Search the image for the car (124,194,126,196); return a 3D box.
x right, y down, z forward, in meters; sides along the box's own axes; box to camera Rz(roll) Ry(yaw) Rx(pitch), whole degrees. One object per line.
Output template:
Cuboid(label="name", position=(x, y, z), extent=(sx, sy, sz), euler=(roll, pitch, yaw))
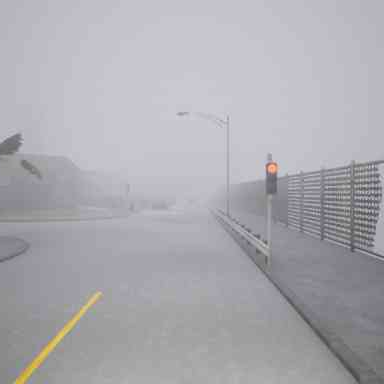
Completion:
Cuboid(label="car", position=(-17.204, 1.134, 78.223), extent=(3.633, 1.501, 1.845), euler=(0, 0, 0))

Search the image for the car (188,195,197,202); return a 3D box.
Cuboid(label="car", position=(0.074, 1.540, 78.624), extent=(2.033, 1.411, 5.357), euler=(0, 0, 0))

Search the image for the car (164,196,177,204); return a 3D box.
Cuboid(label="car", position=(-3.999, 1.547, 62.952), extent=(2.033, 1.411, 5.357), euler=(0, 0, 0))

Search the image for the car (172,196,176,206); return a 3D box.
Cuboid(label="car", position=(-4.041, 1.505, 52.496), extent=(1.837, 1.490, 4.892), euler=(0, 0, 0))

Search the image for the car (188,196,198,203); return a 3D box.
Cuboid(label="car", position=(0.168, 1.547, 67.996), extent=(2.033, 1.411, 5.357), euler=(0, 0, -1))

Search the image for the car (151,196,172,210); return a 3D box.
Cuboid(label="car", position=(-4.058, 1.478, 42.778), extent=(1.882, 1.535, 5.008), euler=(0, 0, 0))
